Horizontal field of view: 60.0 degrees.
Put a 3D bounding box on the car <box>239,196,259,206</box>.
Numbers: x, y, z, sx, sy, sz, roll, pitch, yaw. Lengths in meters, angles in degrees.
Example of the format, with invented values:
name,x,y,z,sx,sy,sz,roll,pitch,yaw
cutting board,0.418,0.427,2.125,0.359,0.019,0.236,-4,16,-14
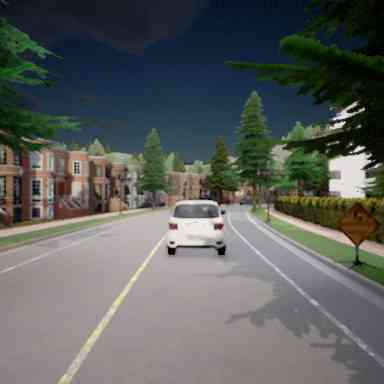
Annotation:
name,x,y,z,sx,sy,sz,roll,pitch,yaw
car,12.214,1.912,71.092,2.150,2.045,5.566,0,-1,41

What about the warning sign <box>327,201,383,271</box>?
name,x,y,z,sx,sy,sz,roll,pitch,yaw
warning sign,4.755,1.211,9.597,1.300,1.860,1.060,0,-1,2

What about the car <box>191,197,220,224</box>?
name,x,y,z,sx,sy,sz,roll,pitch,yaw
car,1.276,1.493,28.750,2.150,2.045,5.566,0,0,6

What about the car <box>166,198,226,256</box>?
name,x,y,z,sx,sy,sz,roll,pitch,yaw
car,0.240,1.351,13.891,2.150,2.045,5.566,0,0,3
